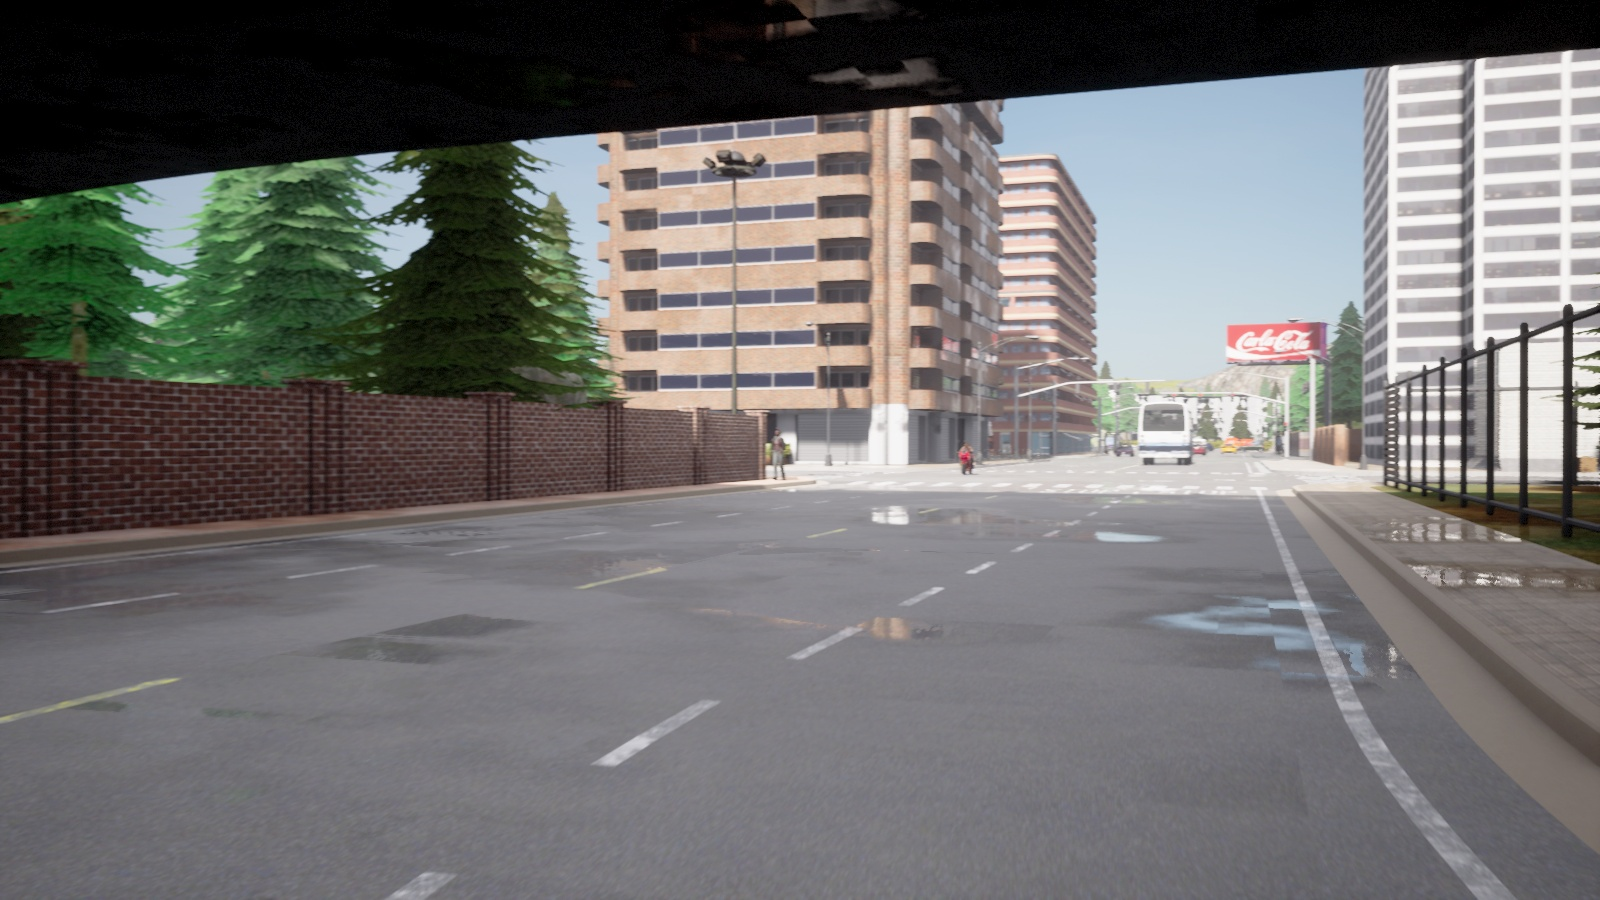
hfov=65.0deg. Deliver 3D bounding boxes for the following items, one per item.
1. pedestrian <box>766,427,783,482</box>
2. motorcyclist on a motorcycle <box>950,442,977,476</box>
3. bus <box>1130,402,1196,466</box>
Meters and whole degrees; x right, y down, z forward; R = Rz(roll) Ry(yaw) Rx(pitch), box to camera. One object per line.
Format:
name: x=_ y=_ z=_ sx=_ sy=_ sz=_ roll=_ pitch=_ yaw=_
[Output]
pedestrian: x=-0.895 y=0.153 z=44.111 sx=0.402 sy=1.930 sz=0.666 roll=0 pitch=0 yaw=17
motorcyclist on a motorcycle: x=7.428 y=0.398 z=57.025 sx=0.797 sy=1.523 sz=2.044 roll=0 pitch=0 yaw=19
bus: x=25.554 y=-1.074 z=87.984 sx=3.944 sy=4.253 sz=10.273 roll=0 pitch=0 yaw=19
